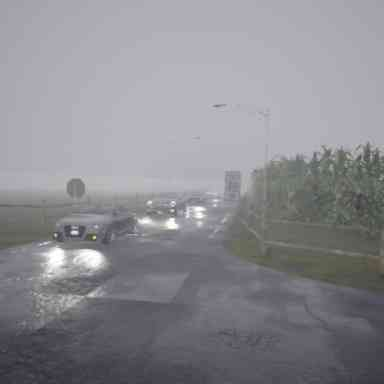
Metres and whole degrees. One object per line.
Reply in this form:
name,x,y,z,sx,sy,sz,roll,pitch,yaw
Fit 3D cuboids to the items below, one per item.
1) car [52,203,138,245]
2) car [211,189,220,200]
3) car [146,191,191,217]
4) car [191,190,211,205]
car,-3.620,1.143,13.161,1.994,1.385,4.181,2,1,10
car,3.190,0.351,50.950,1.812,1.442,4.674,2,1,11
car,-1.696,0.720,23.899,2.097,1.767,4.553,2,1,10
car,0.608,0.710,36.840,1.895,1.301,4.718,2,1,10
